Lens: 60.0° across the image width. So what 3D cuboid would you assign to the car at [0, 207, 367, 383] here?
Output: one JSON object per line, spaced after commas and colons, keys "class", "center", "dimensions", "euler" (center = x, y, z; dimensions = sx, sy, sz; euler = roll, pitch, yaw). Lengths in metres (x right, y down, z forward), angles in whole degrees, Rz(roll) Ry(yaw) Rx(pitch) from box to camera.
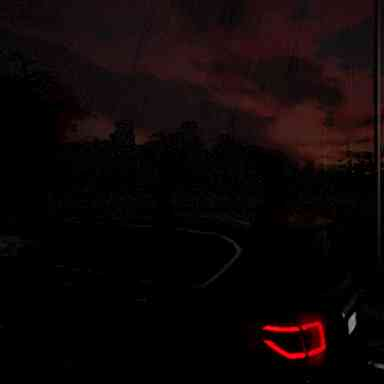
{"class": "car", "center": [-0.763, 1.227, 4.514], "dimensions": [5.566, 2.045, 2.150], "euler": [0, 0, 36]}
